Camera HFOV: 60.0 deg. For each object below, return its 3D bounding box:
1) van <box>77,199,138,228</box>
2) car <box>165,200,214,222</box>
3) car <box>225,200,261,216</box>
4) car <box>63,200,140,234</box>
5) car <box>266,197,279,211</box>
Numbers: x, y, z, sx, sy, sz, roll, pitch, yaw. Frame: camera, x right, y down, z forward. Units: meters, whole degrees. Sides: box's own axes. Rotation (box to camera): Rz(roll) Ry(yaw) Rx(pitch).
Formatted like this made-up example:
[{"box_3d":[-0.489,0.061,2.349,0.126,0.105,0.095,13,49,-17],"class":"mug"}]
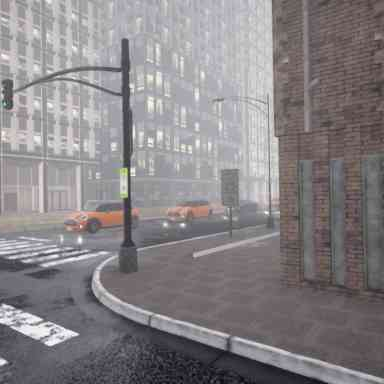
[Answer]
[{"box_3d":[-5.894,1.459,23.492,1.690,1.788,3.998,-2,-1,36],"class":"van"},{"box_3d":[-0.128,1.431,27.047,2.097,1.767,4.553,-1,-1,36],"class":"car"},{"box_3d":[5.151,1.589,34.341,2.128,1.511,4.902,-1,-1,36],"class":"car"},{"box_3d":[-5.335,1.415,19.892,2.097,1.767,4.553,-1,-1,37],"class":"car"},{"box_3d":[11.094,1.470,42.521,2.097,1.767,4.553,-1,-1,36],"class":"car"}]
